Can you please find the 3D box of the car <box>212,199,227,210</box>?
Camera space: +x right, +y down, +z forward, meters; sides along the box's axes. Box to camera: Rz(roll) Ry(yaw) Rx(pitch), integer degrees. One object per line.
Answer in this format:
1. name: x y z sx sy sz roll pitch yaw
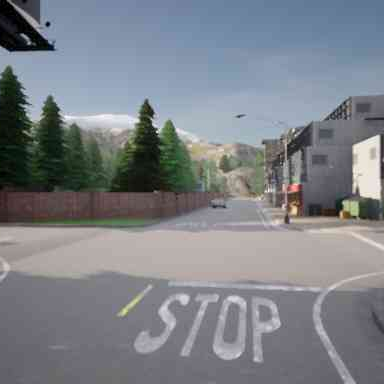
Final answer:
1. car: 4.015 1.771 48.053 1.812 1.442 4.674 0 0 10
